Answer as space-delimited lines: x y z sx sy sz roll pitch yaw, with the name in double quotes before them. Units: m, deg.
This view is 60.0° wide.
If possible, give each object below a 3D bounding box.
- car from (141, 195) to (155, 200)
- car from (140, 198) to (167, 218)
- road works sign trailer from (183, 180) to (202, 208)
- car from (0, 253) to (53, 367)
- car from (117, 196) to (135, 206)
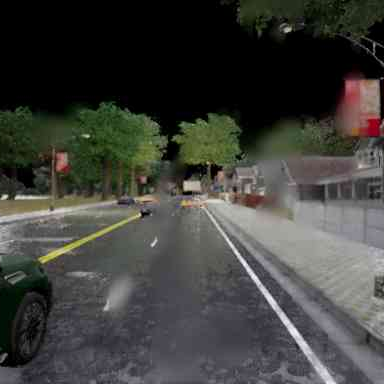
"car" -6.555 1.223 49.975 1.882 1.535 5.008 0 0 0
"car" -3.143 1.482 28.405 1.895 1.301 4.718 0 0 0
"road works sign trailer" 0.004 0.252 43.784 2.380 3.560 2.880 0 0 1
"car" -3.147 1.218 2.621 2.150 2.045 5.566 0 0 0
"car" -9.805 1.294 49.757 2.033 1.411 5.357 0 0 0
